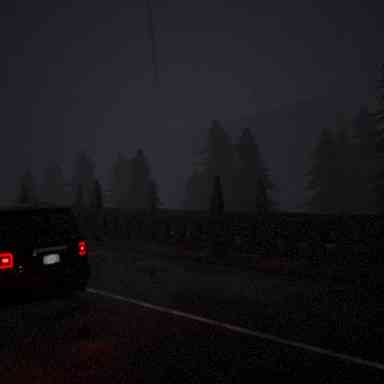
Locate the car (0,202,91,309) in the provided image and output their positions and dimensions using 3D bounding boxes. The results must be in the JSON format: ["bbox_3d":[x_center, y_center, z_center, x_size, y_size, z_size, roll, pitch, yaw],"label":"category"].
[{"bbox_3d":[-4.596,1.249,7.270,5.566,2.045,2.150,0,0,36],"label":"car"}]
